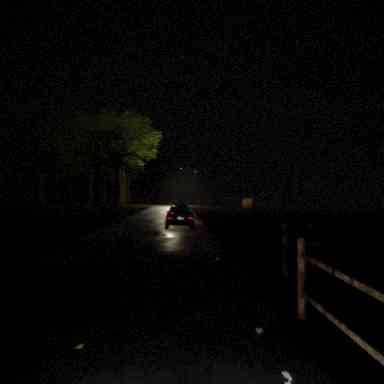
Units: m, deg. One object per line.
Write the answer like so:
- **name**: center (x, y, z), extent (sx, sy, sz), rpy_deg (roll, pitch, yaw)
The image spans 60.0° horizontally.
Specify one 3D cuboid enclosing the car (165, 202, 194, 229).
- **car**: center (-0.815, 1.595, 21.970), extent (2.033, 1.411, 5.357), rpy_deg (0, 0, -2)
